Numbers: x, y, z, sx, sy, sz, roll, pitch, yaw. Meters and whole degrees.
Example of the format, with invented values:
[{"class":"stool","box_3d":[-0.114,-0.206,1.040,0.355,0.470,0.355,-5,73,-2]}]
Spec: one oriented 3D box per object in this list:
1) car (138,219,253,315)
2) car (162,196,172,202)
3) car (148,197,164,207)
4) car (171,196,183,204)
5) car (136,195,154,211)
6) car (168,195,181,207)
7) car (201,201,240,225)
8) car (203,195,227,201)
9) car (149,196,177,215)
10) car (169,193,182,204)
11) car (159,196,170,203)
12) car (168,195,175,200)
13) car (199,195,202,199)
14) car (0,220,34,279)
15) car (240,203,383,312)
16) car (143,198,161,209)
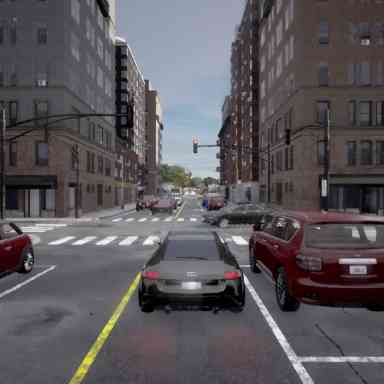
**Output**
[{"class":"car","box_3d":[0.014,1.564,7.677,1.994,1.385,4.181,0,0,1]},{"class":"car","box_3d":[-5.511,1.540,73.223,1.887,1.381,4.507,0,0,0]},{"class":"car","box_3d":[-5.488,1.548,51.209,2.008,1.369,4.403,0,0,0]},{"class":"car","box_3d":[-2.849,1.560,63.222,1.994,1.385,4.181,0,0,1]},{"class":"car","box_3d":[-5.476,1.313,40.201,2.192,1.841,5.009,0,0,0]},{"class":"car","box_3d":[-2.891,1.489,43.284,2.128,1.511,4.902,0,0,0]},{"class":"car","box_3d":[2.992,1.494,21.377,4.892,1.490,1.837,0,-1,-19]},{"class":"car","box_3d":[2.651,1.313,34.710,2.192,1.841,5.009,0,0,0]},{"class":"car","box_3d":[-2.894,1.476,33.729,1.882,1.535,5.008,0,0,0]},{"class":"car","box_3d":[-2.845,1.218,53.163,2.150,2.045,5.566,0,0,1]},{"class":"car","box_3d":[-5.505,1.540,67.720,1.887,1.381,4.507,0,0,0]},{"class":"car","box_3d":[-5.528,1.575,89.735,1.802,1.307,4.206,0,0,0]},{"class":"car","box_3d":[2.614,1.312,51.222,2.192,1.841,5.009,0,0,0]},{"class":"car","box_3d":[-5.397,1.440,7.642,1.967,1.590,4.097,0,0,0]},{"class":"car","box_3d":[2.628,1.315,7.654,2.192,1.841,5.009,0,0,0]},{"class":"car","box_3d":[-5.482,1.563,45.705,1.947,1.339,4.313,0,0,0]}]
